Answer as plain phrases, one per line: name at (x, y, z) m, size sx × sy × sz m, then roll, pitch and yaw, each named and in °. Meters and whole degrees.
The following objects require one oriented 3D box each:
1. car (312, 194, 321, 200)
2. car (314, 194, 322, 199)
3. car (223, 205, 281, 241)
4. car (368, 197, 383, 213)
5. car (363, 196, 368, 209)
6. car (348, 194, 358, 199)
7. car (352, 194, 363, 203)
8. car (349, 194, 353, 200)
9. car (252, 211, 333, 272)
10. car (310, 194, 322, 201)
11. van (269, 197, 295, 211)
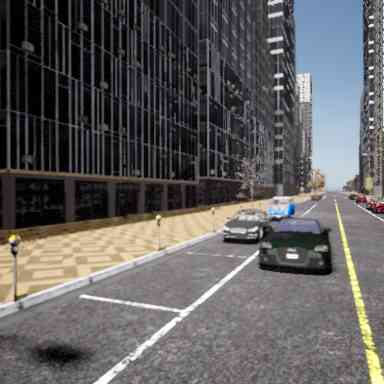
car at (29.507, 1.275, 78.971) m, size 1.802 × 1.307 × 4.206 m, roll 0°, pitch 0°, yaw 23°
car at (33.956, 1.179, 89.450) m, size 1.887 × 1.381 × 4.507 m, roll 0°, pitch 0°, yaw 23°
car at (2.808, 1.521, 16.092) m, size 2.008 × 1.369 × 4.403 m, roll 0°, pitch 0°, yaw 23°
car at (19.419, 1.313, 33.772) m, size 1.967 × 1.590 × 4.097 m, roll 0°, pitch 0°, yaw 23°
car at (21.644, 1.291, 39.011) m, size 1.967 × 1.590 × 4.097 m, roll 0°, pitch 0°, yaw 23°
car at (41.667, 1.182, 86.167) m, size 1.947 × 1.339 × 4.313 m, roll 0°, pitch 0°, yaw 23°
car at (30.544, 1.301, 59.970) m, size 1.887 × 1.381 × 4.507 m, roll 0°, pitch 0°, yaw 23°
car at (37.218, 1.240, 75.689) m, size 1.947 × 1.339 × 4.313 m, roll 0°, pitch 0°, yaw 23°
car at (3.476, 1.540, 10.784) m, size 1.994 × 1.385 × 4.181 m, roll 0°, pitch 0°, yaw 23°
car at (27.282, 1.266, 73.730) m, size 1.887 × 1.381 × 4.507 m, roll 0°, pitch 0°, yaw 23°
van at (7.257, 1.276, 26.571) m, size 1.690 × 1.788 × 3.998 m, roll 0°, pitch 0°, yaw 23°
